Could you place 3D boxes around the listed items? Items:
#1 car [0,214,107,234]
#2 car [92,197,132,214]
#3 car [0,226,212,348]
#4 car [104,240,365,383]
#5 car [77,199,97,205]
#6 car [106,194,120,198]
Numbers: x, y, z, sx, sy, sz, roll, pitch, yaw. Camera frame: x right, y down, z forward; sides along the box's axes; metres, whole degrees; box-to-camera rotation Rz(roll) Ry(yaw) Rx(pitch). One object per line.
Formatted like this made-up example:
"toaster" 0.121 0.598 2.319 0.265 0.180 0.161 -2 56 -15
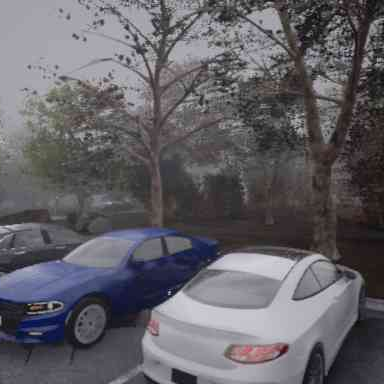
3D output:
"car" -3.973 1.567 8.646 2.231 1.521 4.892 -1 0 35
"car" -8.428 1.595 35.339 1.812 1.442 4.674 -4 -2 35
"car" -1.302 1.531 6.754 2.097 1.535 5.008 -1 0 36
"car" 1.257 1.539 4.918 2.002 1.452 4.674 -1 0 36
"car" -24.321 2.258 76.874 4.718 1.301 1.895 -3 -2 35
"car" -15.259 1.411 64.089 2.150 2.045 5.566 -3 0 1
